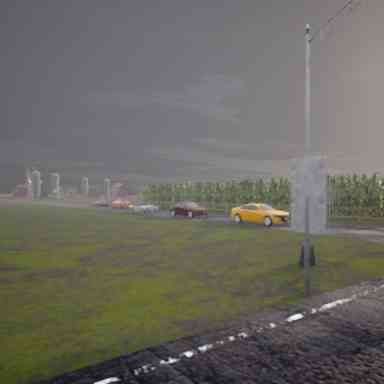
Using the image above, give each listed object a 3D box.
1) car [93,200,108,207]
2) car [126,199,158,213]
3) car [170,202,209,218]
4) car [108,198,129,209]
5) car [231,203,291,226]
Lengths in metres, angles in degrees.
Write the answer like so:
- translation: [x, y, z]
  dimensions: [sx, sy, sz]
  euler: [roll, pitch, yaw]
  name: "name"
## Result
- translation: [-17.109, 2.109, 62.397]
  dimensions: [1.994, 1.385, 4.181]
  euler: [0, -1, -34]
  name: "car"
- translation: [-5.978, 1.916, 41.013]
  dimensions: [1.895, 1.301, 4.718]
  euler: [0, -1, -34]
  name: "car"
- translation: [-0.327, 1.702, 32.775]
  dimensions: [1.882, 1.535, 5.008]
  euler: [0, -1, -34]
  name: "car"
- translation: [-11.376, 1.803, 54.064]
  dimensions: [2.097, 1.767, 4.553]
  euler: [0, -1, -35]
  name: "car"
- translation: [5.070, 1.615, 24.934]
  dimensions: [1.882, 1.535, 5.008]
  euler: [0, -1, -35]
  name: "car"
